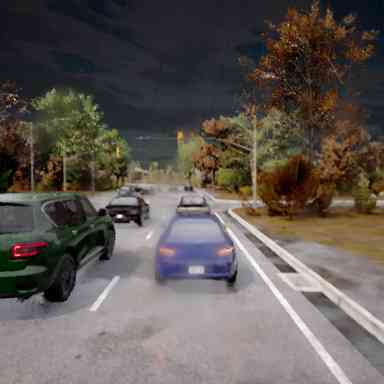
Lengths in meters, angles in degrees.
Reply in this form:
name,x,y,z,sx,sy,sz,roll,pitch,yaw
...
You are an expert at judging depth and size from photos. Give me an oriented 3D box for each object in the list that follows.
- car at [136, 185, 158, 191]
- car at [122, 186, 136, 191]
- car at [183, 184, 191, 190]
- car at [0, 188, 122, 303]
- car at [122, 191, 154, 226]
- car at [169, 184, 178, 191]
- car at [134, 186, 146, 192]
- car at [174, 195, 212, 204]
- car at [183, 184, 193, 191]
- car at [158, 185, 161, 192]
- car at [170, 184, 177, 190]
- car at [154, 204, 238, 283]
name,x,y,z,sx,sy,sz,roll,pitch,yaw
car,-7.262,-0.164,54.270,2.033,1.411,5.357,0,2,0
car,-10.763,-0.183,54.195,1.812,1.442,4.674,0,2,0
car,-1.240,-1.333,86.898,1.812,1.442,4.674,0,2,-4
car,-3.417,1.008,7.823,2.150,2.045,5.566,0,2,0
car,-3.442,0.926,18.261,1.882,1.535,5.008,0,2,0
car,-4.225,-0.916,76.655,2.128,1.511,4.902,0,2,-2
car,-11.010,-0.639,70.497,1.895,1.301,4.718,0,2,-1
car,0.059,0.936,18.380,2.128,1.511,4.902,0,2,0
car,-0.726,-0.960,76.760,1.882,1.535,5.008,0,2,-2
car,-7.511,-0.715,70.613,1.812,1.442,4.674,0,2,-1
car,-4.734,-1.325,86.691,1.812,1.442,4.674,0,2,-4
car,0.081,1.280,8.782,1.812,1.442,4.674,0,2,0
